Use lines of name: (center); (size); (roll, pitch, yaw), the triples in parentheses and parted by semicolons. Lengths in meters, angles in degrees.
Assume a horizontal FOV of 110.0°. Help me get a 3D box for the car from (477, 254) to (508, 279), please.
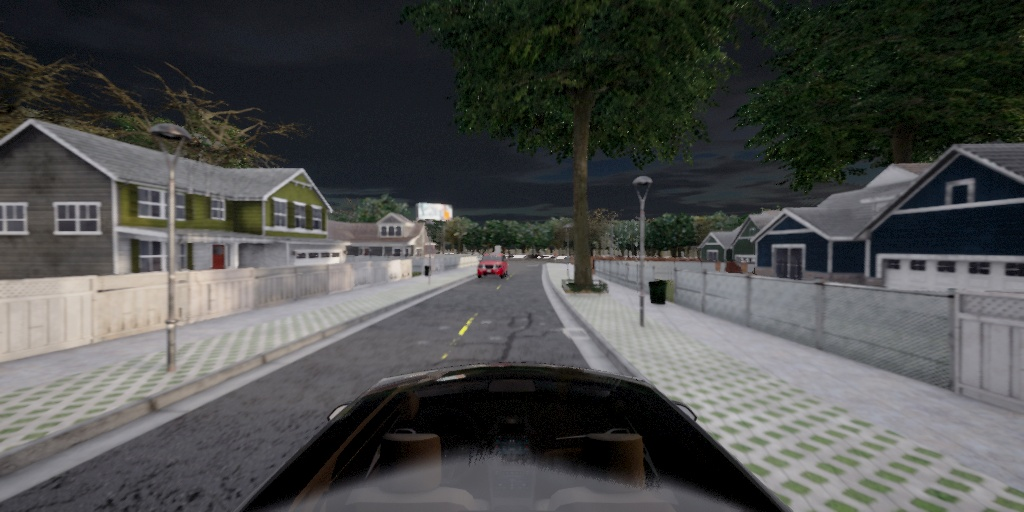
car: (-1.592, 0.812, 30.842); (2.150, 2.045, 5.566); (0, 0, 4)
